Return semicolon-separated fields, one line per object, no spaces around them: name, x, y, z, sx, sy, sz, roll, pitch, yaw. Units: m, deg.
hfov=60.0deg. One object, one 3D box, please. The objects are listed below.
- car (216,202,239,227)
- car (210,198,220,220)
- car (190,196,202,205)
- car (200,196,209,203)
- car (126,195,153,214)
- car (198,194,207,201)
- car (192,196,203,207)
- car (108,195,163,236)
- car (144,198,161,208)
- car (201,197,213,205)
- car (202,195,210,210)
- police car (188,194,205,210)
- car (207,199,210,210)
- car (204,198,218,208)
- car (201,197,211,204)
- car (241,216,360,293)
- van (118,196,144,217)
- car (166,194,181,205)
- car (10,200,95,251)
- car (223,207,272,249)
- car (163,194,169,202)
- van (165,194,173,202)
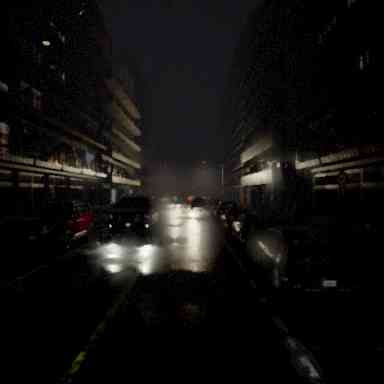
car;2.686;1.542;19.997;1.887;1.381;4.507;0;0;0
car;2.685;1.438;25.657;1.967;1.590;4.097;0;0;0
car;0.732;1.533;60.231;1.882;1.535;5.008;0;0;-3
car;2.673;1.605;71.121;1.752;1.417;4.829;0;0;0
car;-5.699;1.324;37.000;2.192;1.841;5.009;0;0;0
car;2.668;1.451;87.936;2.192;1.841;5.009;0;0;0
car;0.889;1.498;54.458;1.801;1.575;5.366;0;0;0
car;-3.103;1.218;18.880;2.150;2.045;5.566;0;0;0
car;-5.702;1.574;48.324;1.887;1.381;4.507;0;0;0
car;2.676;1.598;59.627;1.887;1.381;4.507;0;0;0
car;2.680;1.458;42.640;1.967;1.590;4.097;0;0;0
police car;0.792;1.447;44.357;1.930;1.638;5.238;0;0;-2
car;2.683;1.582;31.321;1.802;1.307;4.206;0;0;0
car;2.679;1.555;48.473;1.752;1.417;4.829;0;0;0
car;2.675;1.609;65.293;1.887;1.381;4.507;0;0;0
car;2.689;1.550;8.672;2.008;1.369;4.403;0;0;0
van;-5.697;1.341;31.340;1.690;1.788;3.998;0;0;0
car;-3.060;1.617;59.845;1.994;1.385;4.181;0;0;1
car;-5.693;1.313;14.354;2.192;1.841;5.009;0;0;0
car;2.688;1.549;14.335;2.008;1.369;4.403;0;0;0
car;-5.707;1.604;70.802;1.752;1.417;4.829;0;0;0
van;-5.710;1.456;82.296;1.690;1.788;3.998;0;0;0
